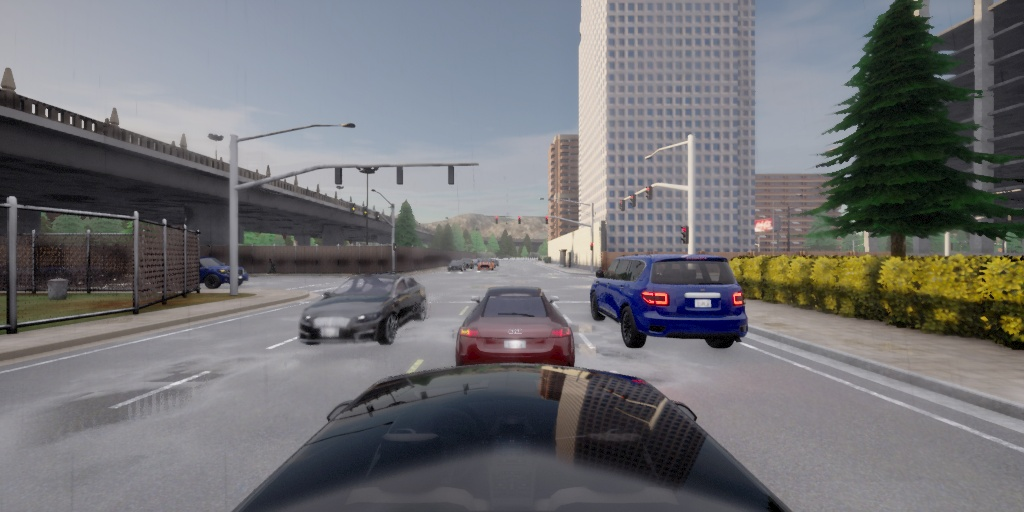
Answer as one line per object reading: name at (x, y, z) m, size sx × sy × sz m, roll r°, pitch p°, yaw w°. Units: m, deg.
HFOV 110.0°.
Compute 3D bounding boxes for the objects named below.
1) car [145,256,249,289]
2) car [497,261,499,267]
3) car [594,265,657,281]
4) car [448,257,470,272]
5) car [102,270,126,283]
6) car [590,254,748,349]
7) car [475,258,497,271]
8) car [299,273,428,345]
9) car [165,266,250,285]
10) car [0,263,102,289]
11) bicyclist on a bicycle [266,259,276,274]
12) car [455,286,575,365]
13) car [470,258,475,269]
car at (-20.320, 1.028, 23.188) m, size 5.566 × 2.045 × 2.150 m, roll 0°, pitch 0°, yaw 0°
car at (-3.576, 1.241, 58.908) m, size 2.128 × 1.511 × 4.902 m, roll 0°, pitch 0°, yaw 0°
car at (9.560, 1.404, 30.450) m, size 4.718 × 1.301 × 1.895 m, roll 0°, pitch 0°, yaw 0°
car at (-7.088, 1.254, 46.694) m, size 1.837 × 1.490 × 4.892 m, roll 0°, pitch 0°, yaw 0°
car at (-32.195, 1.353, 26.664) m, size 5.357 × 1.411 × 2.033 m, roll 0°, pitch 0°, yaw 0°
car at (3.570, 0.971, 9.331) m, size 2.150 × 2.045 × 5.566 m, roll 0°, pitch 0°, yaw 1°
car at (-3.581, 1.102, 49.836) m, size 2.097 × 1.767 × 4.553 m, roll 0°, pitch 0°, yaw 0°
car at (-3.592, 1.241, 9.533) m, size 2.128 × 1.511 × 4.902 m, roll 0°, pitch 0°, yaw 0°
car at (-22.574, 1.406, 26.684) m, size 4.718 × 1.301 × 1.895 m, roll 0°, pitch 0°, yaw 0°
car at (-30.541, 1.353, 23.168) m, size 5.357 × 1.411 × 2.033 m, roll 0°, pitch 0°, yaw 0°
bicyclist on a bicycle at (-25.293, 1.106, 37.661) m, size 0.582 × 1.620 × 1.656 m, roll 0°, pitch 0°, yaw 0°
car at (0.064, 1.314, 7.465) m, size 1.994 × 1.385 × 4.181 m, roll 0°, pitch 0°, yaw 0°
car at (-7.083, 1.102, 55.578) m, size 2.097 × 1.767 × 4.553 m, roll 0°, pitch 0°, yaw 0°
